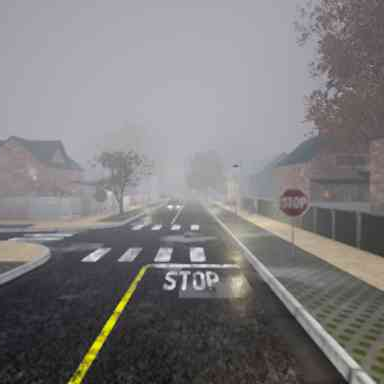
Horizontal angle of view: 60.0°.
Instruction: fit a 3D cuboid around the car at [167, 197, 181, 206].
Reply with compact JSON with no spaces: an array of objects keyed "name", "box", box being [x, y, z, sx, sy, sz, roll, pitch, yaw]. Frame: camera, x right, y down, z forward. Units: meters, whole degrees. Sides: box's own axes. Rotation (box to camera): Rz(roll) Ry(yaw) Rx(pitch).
[{"name":"car","box":[-2.777,1.473,52.692,1.994,1.385,4.181,0,0,0]}]
